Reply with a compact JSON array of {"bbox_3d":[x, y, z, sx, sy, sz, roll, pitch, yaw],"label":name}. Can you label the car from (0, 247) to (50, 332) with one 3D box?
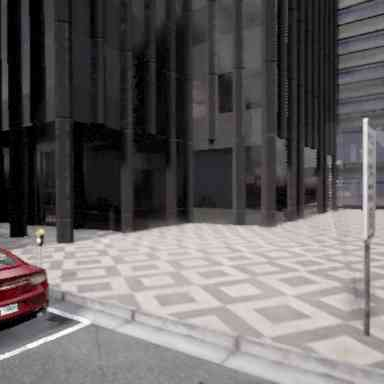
[{"bbox_3d":[-4.475,1.582,6.062,4.507,1.381,1.887,-1,1,34],"label":"car"}]
